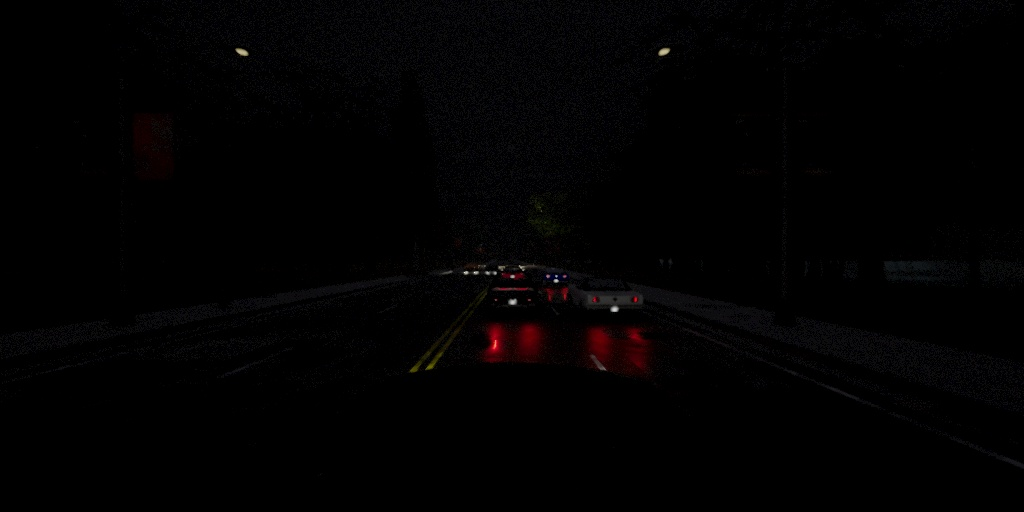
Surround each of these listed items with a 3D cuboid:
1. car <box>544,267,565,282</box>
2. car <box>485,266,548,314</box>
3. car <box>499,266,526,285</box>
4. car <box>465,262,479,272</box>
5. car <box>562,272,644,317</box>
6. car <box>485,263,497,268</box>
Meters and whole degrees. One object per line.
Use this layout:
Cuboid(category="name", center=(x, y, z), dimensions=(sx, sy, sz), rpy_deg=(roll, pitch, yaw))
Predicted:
Cuboid(category="car", center=(3.296, 1.558, 28.645), dimensions=(1.895, 1.301, 4.718), rpy_deg=(0, -1, 1))
Cuboid(category="car", center=(0.047, 1.329, 14.237), dimensions=(2.128, 1.511, 4.902), rpy_deg=(0, 0, 1))
Cuboid(category="car", center=(0.054, 1.528, 29.295), dimensions=(1.994, 1.385, 4.181), rpy_deg=(0, 0, 1))
Cuboid(category="car", center=(-6.536, 1.761, 58.620), dimensions=(1.882, 1.535, 5.008), rpy_deg=(0, -1, 0))
Cuboid(category="car", center=(3.290, 1.434, 13.646), dimensions=(1.895, 1.301, 4.718), rpy_deg=(0, 0, 1))
Cuboid(category="car", center=(-3.285, 1.851, 58.978), dimensions=(1.994, 1.385, 4.181), rpy_deg=(0, -1, 1))
